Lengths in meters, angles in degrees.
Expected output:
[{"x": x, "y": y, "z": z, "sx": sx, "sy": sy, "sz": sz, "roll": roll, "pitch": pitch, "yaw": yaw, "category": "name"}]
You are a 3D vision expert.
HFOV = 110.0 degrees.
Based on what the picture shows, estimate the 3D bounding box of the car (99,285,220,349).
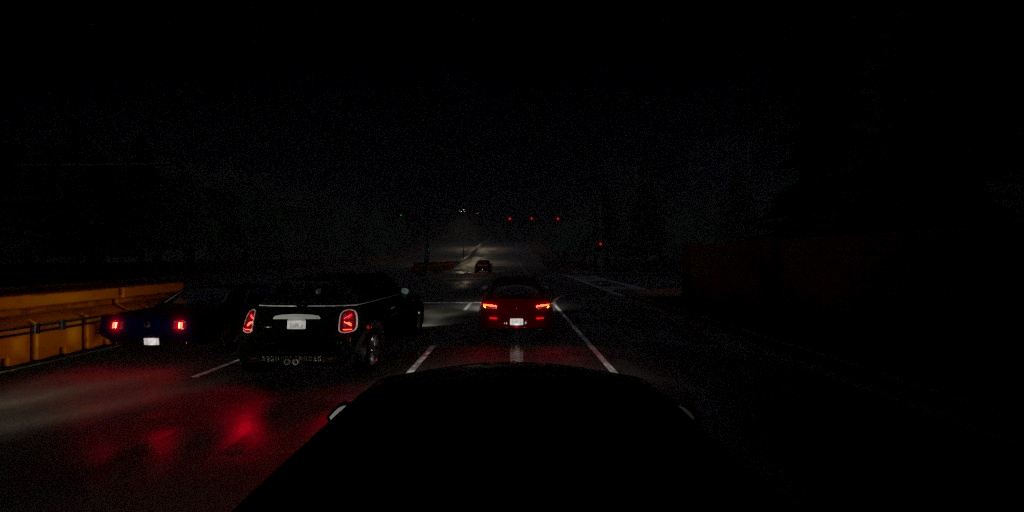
[{"x": -6.900, "y": 1.351, "z": 9.090, "sx": 1.895, "sy": 1.301, "sz": 4.718, "roll": 0, "pitch": 0, "yaw": 0, "category": "car"}]

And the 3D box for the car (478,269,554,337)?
[{"x": 0.100, "y": 1.276, "z": 10.164, "sx": 1.812, "sy": 1.442, "sz": 4.674, "roll": 0, "pitch": 0, "yaw": 0, "category": "car"}]

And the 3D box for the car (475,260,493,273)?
[{"x": -3.397, "y": 1.254, "z": 43.506, "sx": 1.837, "sy": 1.490, "sz": 4.892, "roll": 0, "pitch": 0, "yaw": 0, "category": "car"}]

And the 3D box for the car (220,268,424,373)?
[{"x": -3.398, "y": 1.102, "z": 7.775, "sx": 2.097, "sy": 1.767, "sz": 4.553, "roll": 0, "pitch": 0, "yaw": 0, "category": "car"}]
